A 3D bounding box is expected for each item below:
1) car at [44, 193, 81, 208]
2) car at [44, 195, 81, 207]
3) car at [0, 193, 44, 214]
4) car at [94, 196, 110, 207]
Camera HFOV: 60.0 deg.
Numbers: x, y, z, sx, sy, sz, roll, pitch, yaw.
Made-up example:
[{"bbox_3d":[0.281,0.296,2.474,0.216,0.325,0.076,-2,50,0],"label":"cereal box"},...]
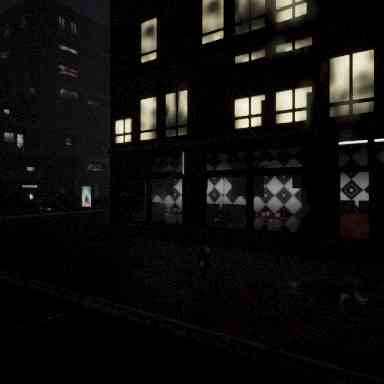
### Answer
[{"bbox_3d":[-15.620,0.883,39.968,2.097,1.767,4.553,0,1,35],"label":"car"},{"bbox_3d":[-16.687,1.074,42.939,1.802,1.307,4.206,1,2,35],"label":"car"},{"bbox_3d":[-16.134,1.029,29.090,2.192,1.841,5.009,1,2,35],"label":"car"},{"bbox_3d":[-9.781,1.072,38.191,1.947,1.339,4.313,1,2,35],"label":"car"}]
